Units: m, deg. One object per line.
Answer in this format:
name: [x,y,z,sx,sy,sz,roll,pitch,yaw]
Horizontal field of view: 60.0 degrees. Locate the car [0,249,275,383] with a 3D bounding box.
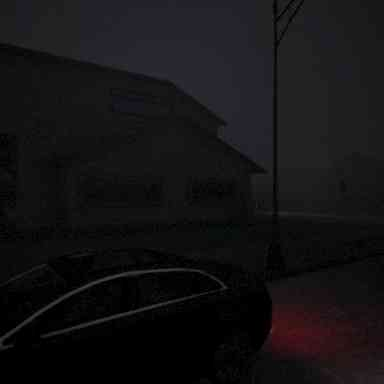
car: [-1.190,1.491,3.742,4.902,1.511,2.128,0,0,-35]

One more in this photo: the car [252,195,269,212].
car: [6.209,1.220,38.308,2.150,2.045,5.566,0,0,-35]
